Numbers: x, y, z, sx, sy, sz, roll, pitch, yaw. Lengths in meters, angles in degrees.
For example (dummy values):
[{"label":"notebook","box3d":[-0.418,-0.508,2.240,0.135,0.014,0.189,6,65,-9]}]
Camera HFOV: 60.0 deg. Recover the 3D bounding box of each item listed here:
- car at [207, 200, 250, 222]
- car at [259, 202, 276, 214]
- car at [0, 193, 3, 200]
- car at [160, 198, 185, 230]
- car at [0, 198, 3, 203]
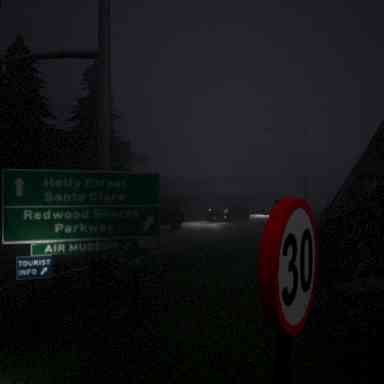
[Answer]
[{"label":"car","box3d":[3.212,1.544,28.891,2.097,1.767,4.553,0,0,36]},{"label":"car","box3d":[9.086,1.756,36.945,1.994,1.385,4.181,0,0,36]},{"label":"car","box3d":[-38.552,1.490,70.011,4.514,1.523,2.007,0,0,35]},{"label":"car","box3d":[-2.678,1.414,20.798,2.150,2.045,5.566,0,0,36]},{"label":"car","box3d":[-12.364,1.505,26.061,1.905,1.878,3.866,0,0,35]}]
